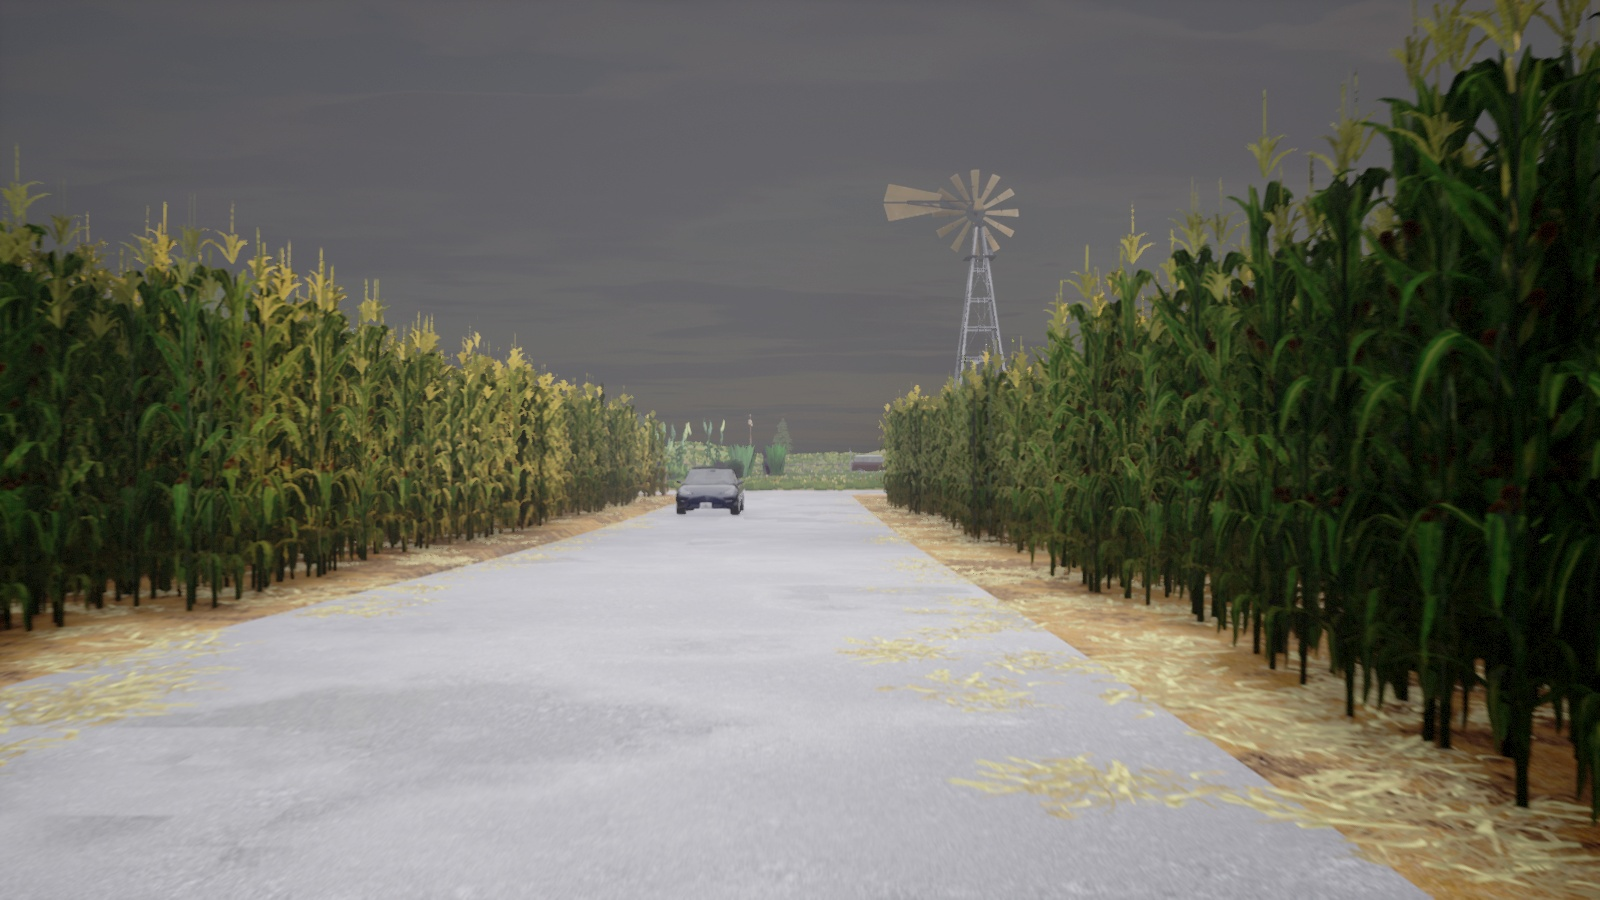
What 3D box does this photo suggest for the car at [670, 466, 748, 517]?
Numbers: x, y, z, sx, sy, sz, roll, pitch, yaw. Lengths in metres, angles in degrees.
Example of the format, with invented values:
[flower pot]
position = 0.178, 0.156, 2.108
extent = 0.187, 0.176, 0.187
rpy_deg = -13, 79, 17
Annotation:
[car]
position = -2.856, 1.284, 40.432
extent = 2.163, 1.488, 4.792
rpy_deg = 0, 0, 0
